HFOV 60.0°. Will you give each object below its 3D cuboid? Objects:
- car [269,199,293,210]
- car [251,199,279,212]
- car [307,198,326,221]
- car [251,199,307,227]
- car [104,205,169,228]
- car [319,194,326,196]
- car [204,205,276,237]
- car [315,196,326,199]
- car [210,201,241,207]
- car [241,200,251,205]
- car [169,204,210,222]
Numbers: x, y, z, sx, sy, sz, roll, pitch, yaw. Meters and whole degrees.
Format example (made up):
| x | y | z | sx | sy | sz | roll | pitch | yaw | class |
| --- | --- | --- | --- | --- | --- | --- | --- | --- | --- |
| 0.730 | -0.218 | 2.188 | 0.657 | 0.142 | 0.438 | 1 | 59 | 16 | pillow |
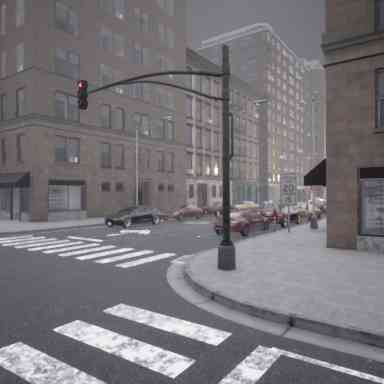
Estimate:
| x | y | z | sx | sy | sz | roll | pitch | yaw | class |
| --- | --- | --- | --- | --- | --- | --- | --- | --- | --- |
| 12.107 | 1.599 | 44.909 | 1.802 | 1.307 | 4.206 | 0 | 0 | 35 | car |
| 8.915 | 1.598 | 40.409 | 1.802 | 1.307 | 4.206 | 0 | 0 | 35 | car |
| 9.173 | 1.493 | 26.905 | 1.752 | 1.417 | 4.829 | 0 | 0 | 35 | car |
| 5.881 | 1.410 | 22.265 | 1.967 | 1.590 | 4.097 | 0 | 0 | 35 | car |
| -3.858 | 1.588 | 22.406 | 1.947 | 1.339 | 4.313 | 0 | 0 | 35 | car |
| 21.592 | 1.549 | 58.272 | 1.752 | 1.417 | 4.829 | 0 | 0 | 35 | car |
| 2.688 | 1.554 | 17.764 | 1.802 | 1.307 | 4.206 | 0 | 0 | 35 | car |
| 12.268 | 1.407 | 31.268 | 1.967 | 1.590 | 4.097 | 0 | 0 | 35 | car |
| 2.528 | 1.563 | 31.407 | 1.887 | 1.381 | 4.507 | 0 | 0 | 35 | car |
| 5.623 | 1.542 | 35.769 | 1.752 | 1.417 | 4.829 | 0 | 0 | 35 | car |
| -0.665 | 1.602 | 26.907 | 1.802 | 1.307 | 4.206 | 0 | 0 | 35 | car |
